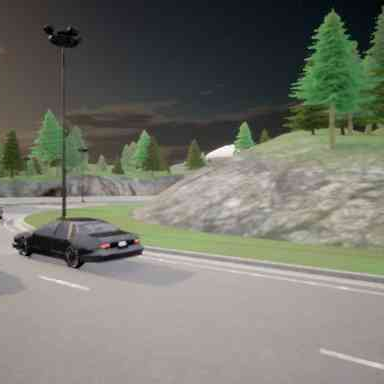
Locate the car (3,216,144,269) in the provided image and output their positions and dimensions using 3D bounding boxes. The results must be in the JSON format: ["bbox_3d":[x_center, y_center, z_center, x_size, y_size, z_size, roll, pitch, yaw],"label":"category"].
[{"bbox_3d":[-4.033,1.574,11.294,5.357,1.411,2.033,0,0,38],"label":"car"}]

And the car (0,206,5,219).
[{"bbox_3d":[-16.608,1.586,27.168,1.837,1.490,4.892,-1,0,-24],"label":"car"}]
